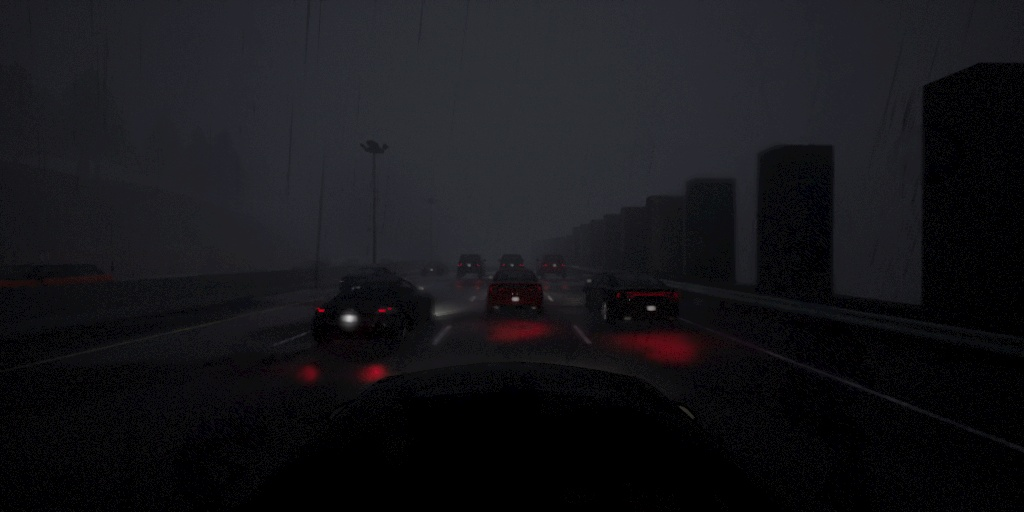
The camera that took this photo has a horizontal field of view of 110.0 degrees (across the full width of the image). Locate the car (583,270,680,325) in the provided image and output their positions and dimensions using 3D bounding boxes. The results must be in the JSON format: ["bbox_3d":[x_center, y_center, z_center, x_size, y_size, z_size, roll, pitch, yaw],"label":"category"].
[{"bbox_3d":[3.609,1.187,11.747,1.882,1.535,5.008,0,0,0],"label":"car"}]

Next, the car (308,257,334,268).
[{"bbox_3d":[-29.547,1.020,55.692,1.837,1.490,4.892,0,1,-6],"label":"car"}]

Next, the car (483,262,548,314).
[{"bbox_3d":[0.113,1.178,13.639,1.882,1.535,5.008,0,0,0],"label":"car"}]

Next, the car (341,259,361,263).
[{"bbox_3d":[-26.501,1.105,59.159,1.895,1.301,4.718,0,0,-7],"label":"car"}]

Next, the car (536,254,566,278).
[{"bbox_3d":[3.423,0.846,32.014,2.150,2.045,5.566,0,0,-1],"label":"car"}]

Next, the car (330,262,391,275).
[{"bbox_3d":[-6.905,1.207,17.880,1.812,1.442,4.674,0,0,0],"label":"car"}]

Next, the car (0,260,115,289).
[{"bbox_3d":[-17.592,1.050,13.060,2.097,1.767,4.553,0,0,0],"label":"car"}]

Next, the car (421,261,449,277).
[{"bbox_3d":[-7.129,1.180,33.556,1.994,1.385,4.181,0,0,-1],"label":"car"}]

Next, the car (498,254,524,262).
[{"bbox_3d":[-0.076,0.845,31.943,2.150,2.045,5.566,0,0,-1],"label":"car"}]

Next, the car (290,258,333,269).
[{"bbox_3d":[-21.458,1.140,38.347,2.033,1.411,5.357,0,0,-2],"label":"car"}]

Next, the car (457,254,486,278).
[{"bbox_3d":[-3.580,0.844,32.049,2.150,2.045,5.566,0,0,-1],"label":"car"}]

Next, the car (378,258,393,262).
[{"bbox_3d":[-18.708,1.059,52.807,1.812,1.442,4.674,0,0,-4],"label":"car"}]

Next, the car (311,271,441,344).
[{"bbox_3d":[-3.396,1.281,9.528,1.994,1.385,4.181,0,0,0],"label":"car"}]

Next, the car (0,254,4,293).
[{"bbox_3d":[-28.081,0.906,16.284,2.150,2.045,5.566,0,0,0],"label":"car"}]
